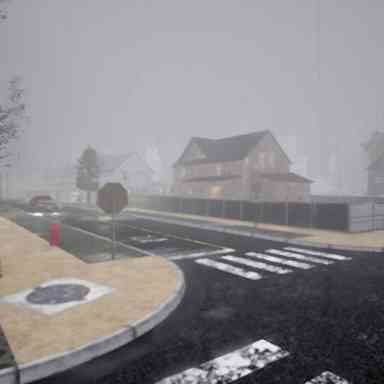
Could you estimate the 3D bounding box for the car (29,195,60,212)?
[{"bbox_3d":[-13.703,1.021,30.592,1.812,1.442,4.674,1,1,-36],"label":"car"}]
